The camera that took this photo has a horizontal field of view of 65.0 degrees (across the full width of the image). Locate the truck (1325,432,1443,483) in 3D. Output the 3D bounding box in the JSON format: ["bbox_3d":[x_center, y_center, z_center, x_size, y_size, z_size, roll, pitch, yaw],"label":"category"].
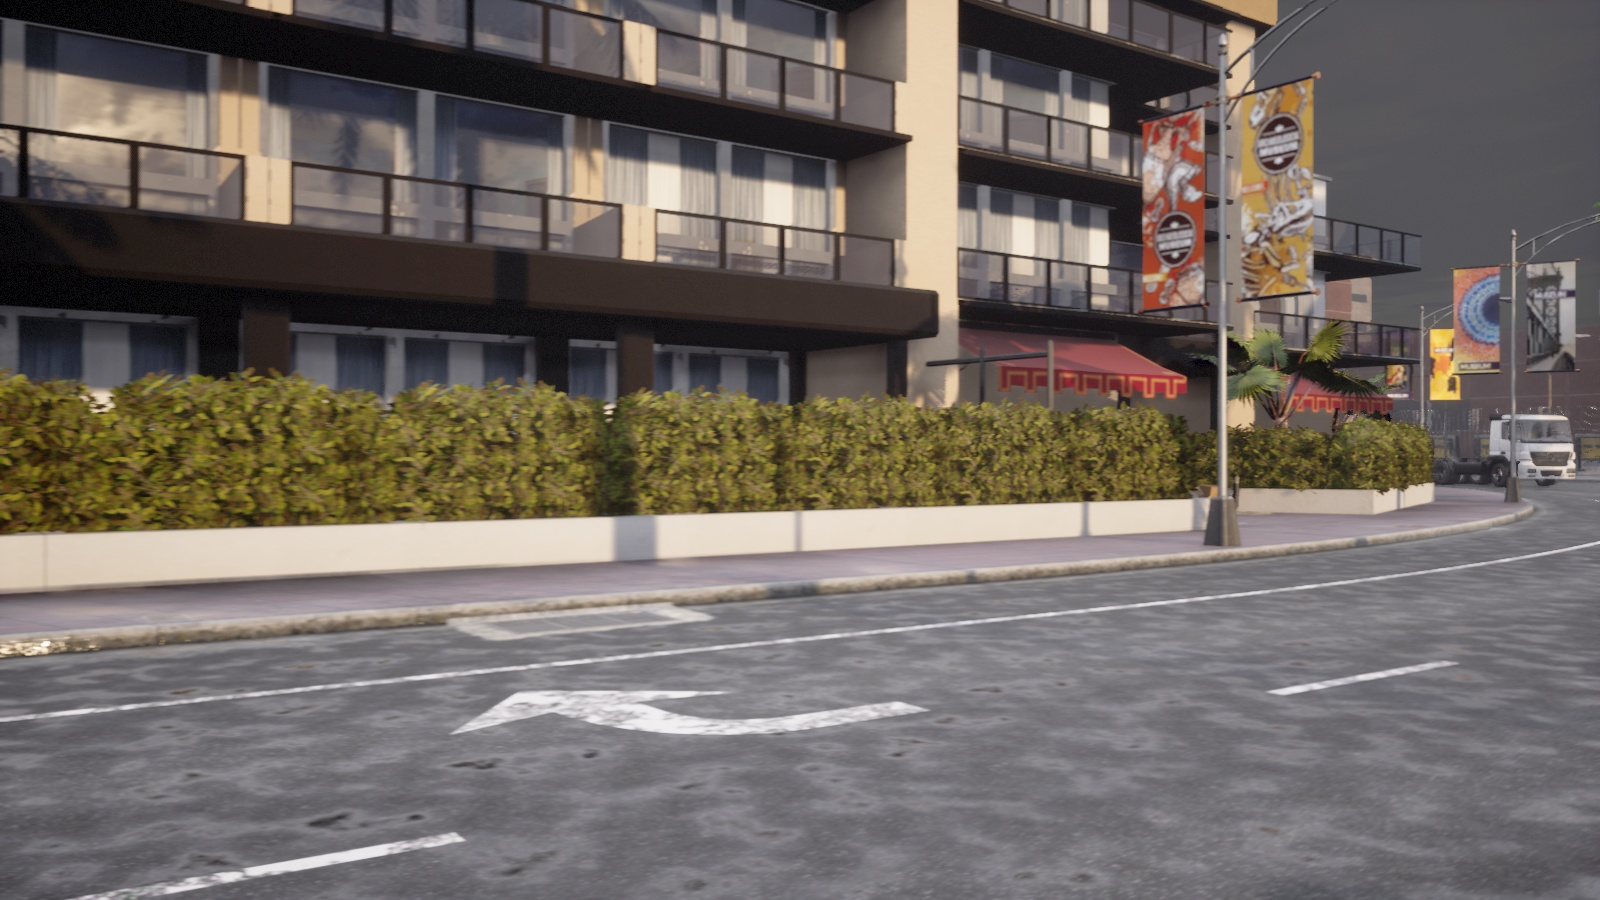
[{"bbox_3d":[29.314,0.359,63.237,2.627,2.467,5.204,0,0,-15],"label":"truck"}]

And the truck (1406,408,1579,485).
[{"bbox_3d":[33.370,-0.149,60.960,2.891,3.462,7.936,0,0,-12],"label":"truck"}]
